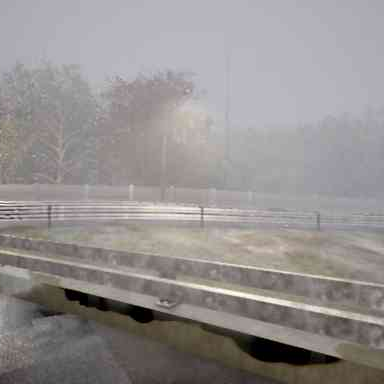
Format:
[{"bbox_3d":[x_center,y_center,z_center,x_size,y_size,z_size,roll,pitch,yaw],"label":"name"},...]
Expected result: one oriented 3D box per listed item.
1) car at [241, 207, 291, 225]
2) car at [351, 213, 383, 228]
[{"bbox_3d":[6.885,2.118,30.958,4.892,1.490,1.837,3,-1,-18],"label":"car"},{"bbox_3d":[18.946,2.968,34.944,4.902,1.511,2.128,4,-1,-18],"label":"car"}]
